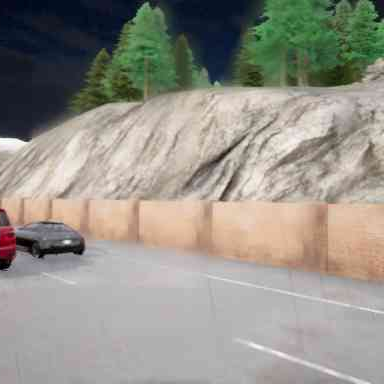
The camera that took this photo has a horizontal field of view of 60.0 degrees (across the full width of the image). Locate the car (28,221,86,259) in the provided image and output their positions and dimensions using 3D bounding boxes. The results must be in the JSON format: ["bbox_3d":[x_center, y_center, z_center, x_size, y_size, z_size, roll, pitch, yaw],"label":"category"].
[{"bbox_3d":[-6.400,1.942,14.391,4.181,1.385,1.994,0,-3,42],"label":"car"}]

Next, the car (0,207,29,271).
[{"bbox_3d":[-7.780,1.438,10.963,5.566,2.045,2.150,-1,-3,42],"label":"car"}]
